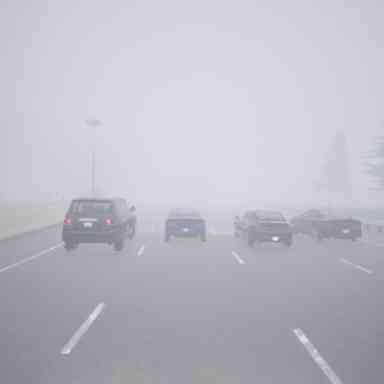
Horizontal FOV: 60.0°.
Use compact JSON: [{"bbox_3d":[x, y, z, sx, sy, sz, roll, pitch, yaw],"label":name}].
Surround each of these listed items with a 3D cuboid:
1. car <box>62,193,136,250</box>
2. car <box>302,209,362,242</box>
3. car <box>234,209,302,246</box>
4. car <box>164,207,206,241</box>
[{"bbox_3d":[-3.746,1.207,14.273,2.150,2.045,5.566,1,0,-3],"label":"car"},{"bbox_3d":[6.652,1.583,17.045,1.882,1.535,5.008,1,0,-2],"label":"car"},{"bbox_3d":[3.186,1.571,15.546,1.837,1.490,4.892,1,0,-3],"label":"car"},{"bbox_3d":[-0.389,1.503,16.951,1.882,1.535,5.008,1,0,-3],"label":"car"}]
